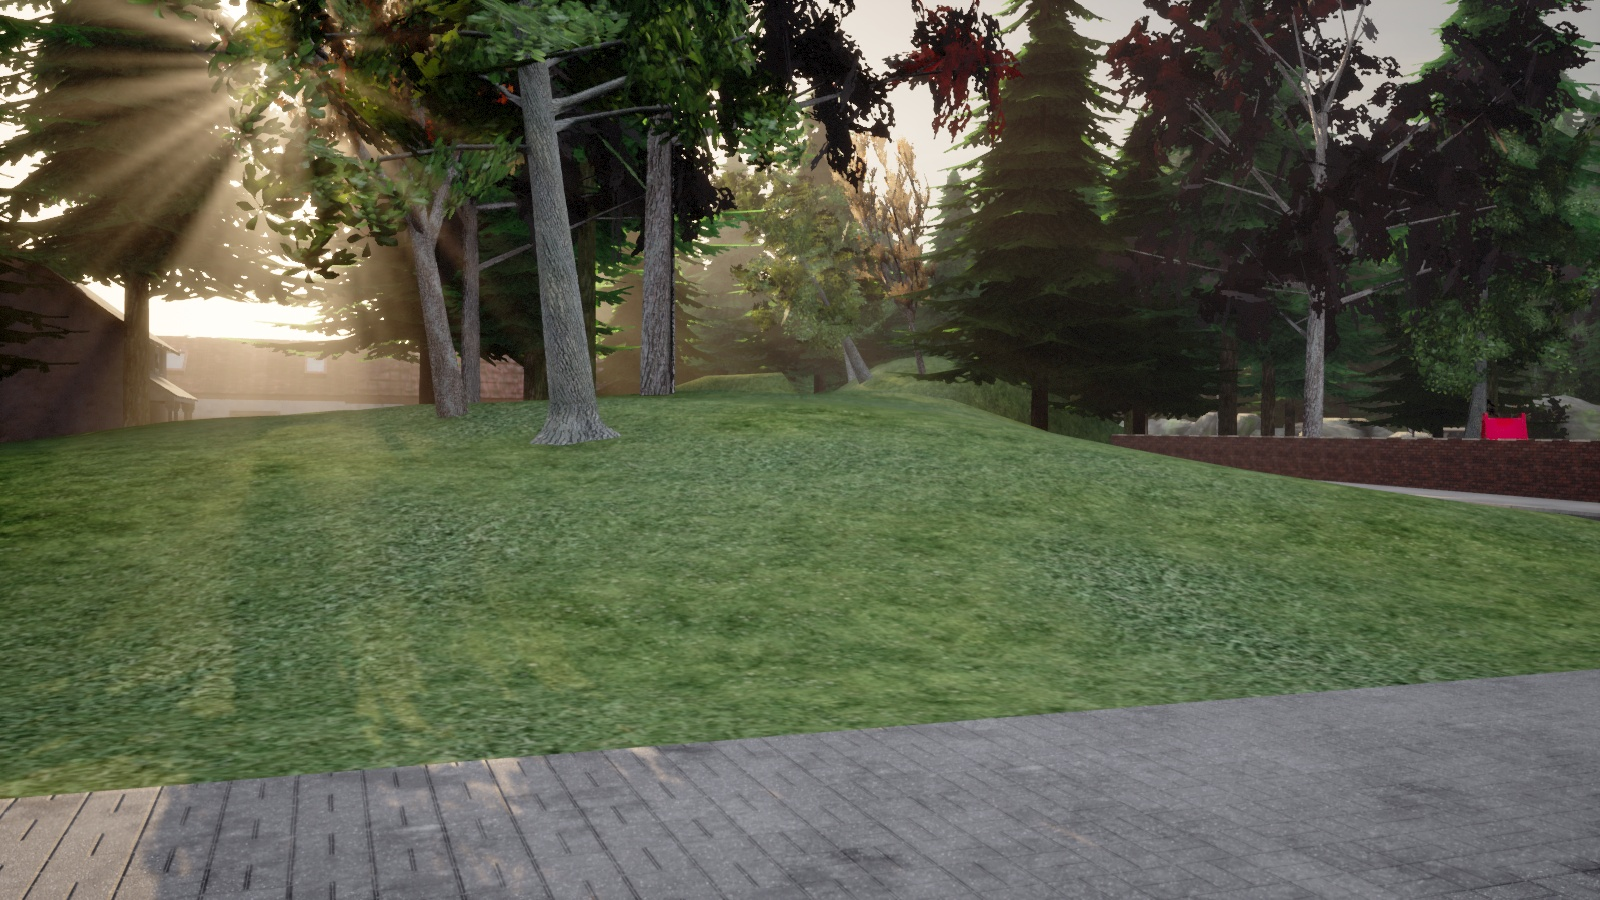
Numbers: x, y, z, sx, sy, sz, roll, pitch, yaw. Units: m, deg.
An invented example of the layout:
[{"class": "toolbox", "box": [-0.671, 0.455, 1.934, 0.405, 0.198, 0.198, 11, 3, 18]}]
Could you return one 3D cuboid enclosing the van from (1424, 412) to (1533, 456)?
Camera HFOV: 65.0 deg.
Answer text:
[{"class": "van", "box": [32.111, -0.770, 59.571, 1.775, 1.987, 4.442, -1, 1, -21]}]
